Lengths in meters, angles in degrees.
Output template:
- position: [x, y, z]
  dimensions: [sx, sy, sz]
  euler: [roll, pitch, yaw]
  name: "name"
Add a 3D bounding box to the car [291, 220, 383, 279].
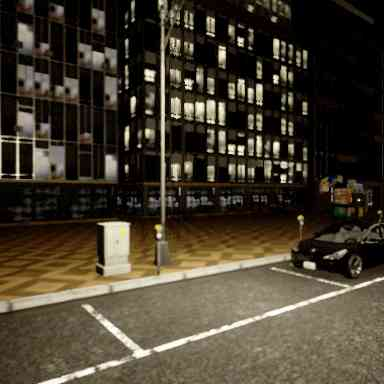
- position: [4.873, 1.562, 10.031]
  dimensions: [4.313, 1.339, 1.947]
  euler: [0, 0, -35]
  name: "car"
